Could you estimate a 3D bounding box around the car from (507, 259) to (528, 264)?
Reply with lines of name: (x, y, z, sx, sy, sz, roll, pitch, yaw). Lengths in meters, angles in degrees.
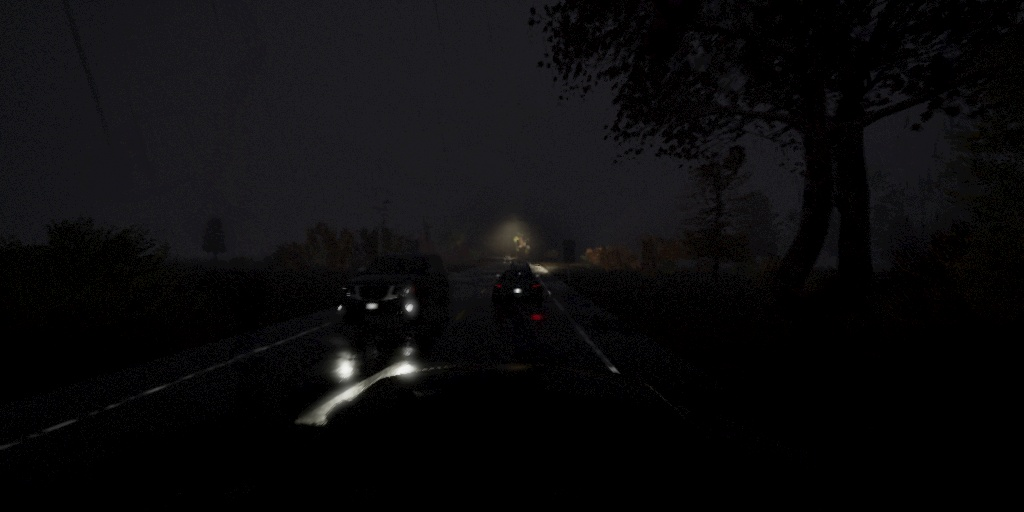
car: (0.708, 1.164, 32.972, 1.895, 1.301, 4.718, 0, 0, 2)

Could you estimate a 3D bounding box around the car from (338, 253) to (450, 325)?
car: (-3.517, 0.903, 11.855, 2.150, 2.045, 5.566, 0, 0, 1)

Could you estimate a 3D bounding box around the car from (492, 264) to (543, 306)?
car: (0.239, 1.231, 15.104, 1.994, 1.385, 4.181, 0, 0, 1)
